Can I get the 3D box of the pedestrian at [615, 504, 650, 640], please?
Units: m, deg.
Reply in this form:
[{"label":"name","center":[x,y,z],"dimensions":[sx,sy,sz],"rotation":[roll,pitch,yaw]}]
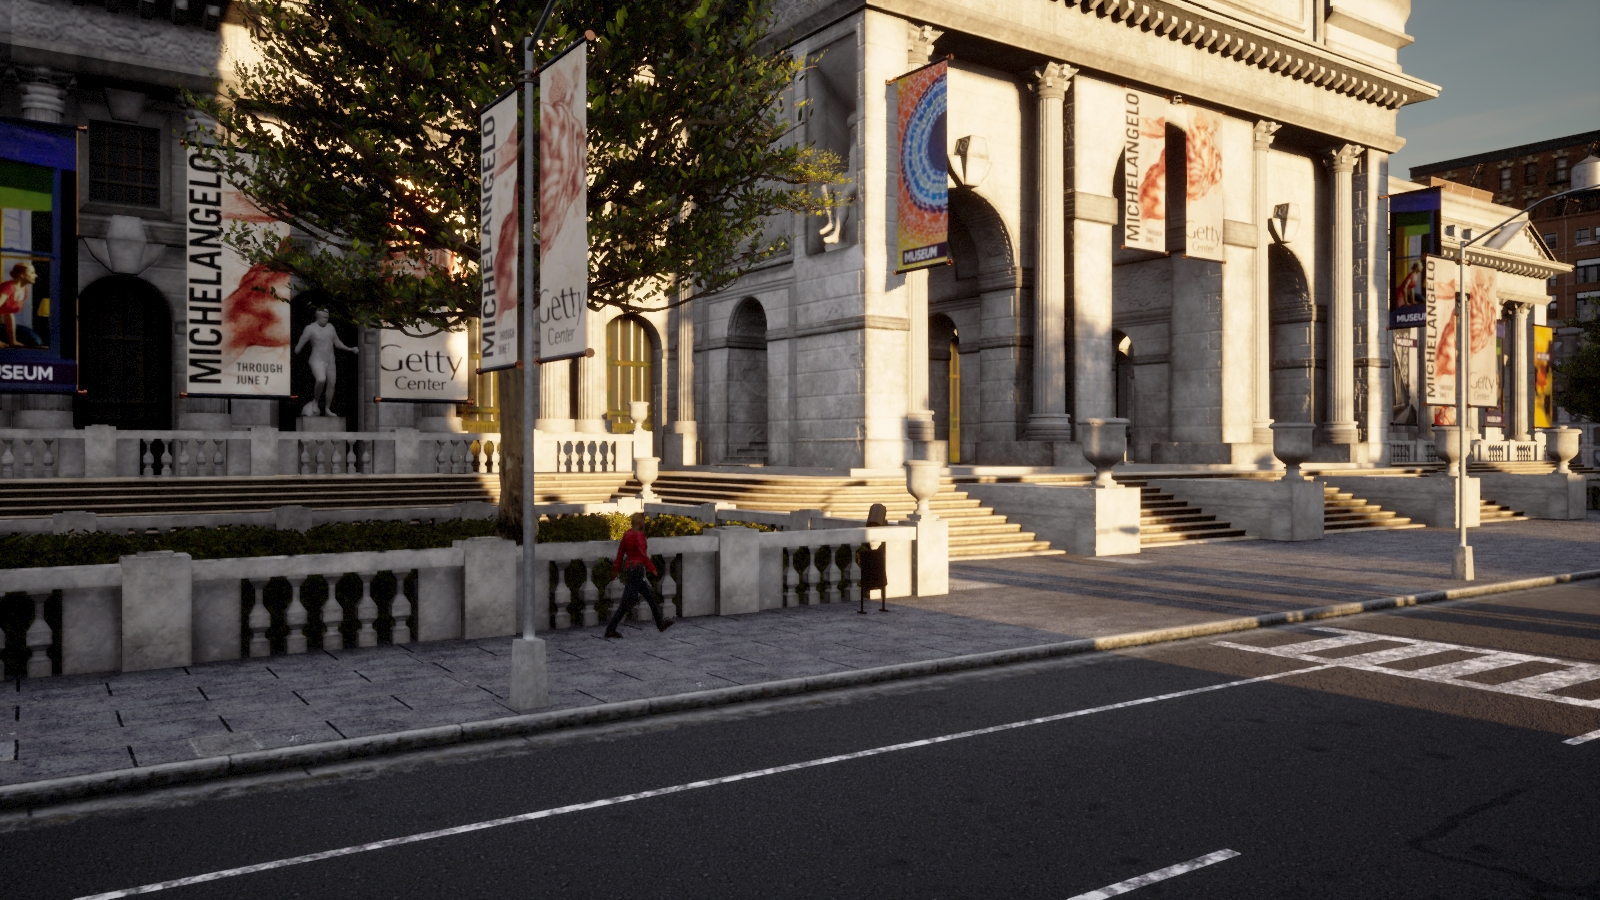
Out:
[{"label":"pedestrian","center":[-2.350,1.696,16.028],"dimensions":[0.375,1.860,0.375],"rotation":[0,0,-33]}]
